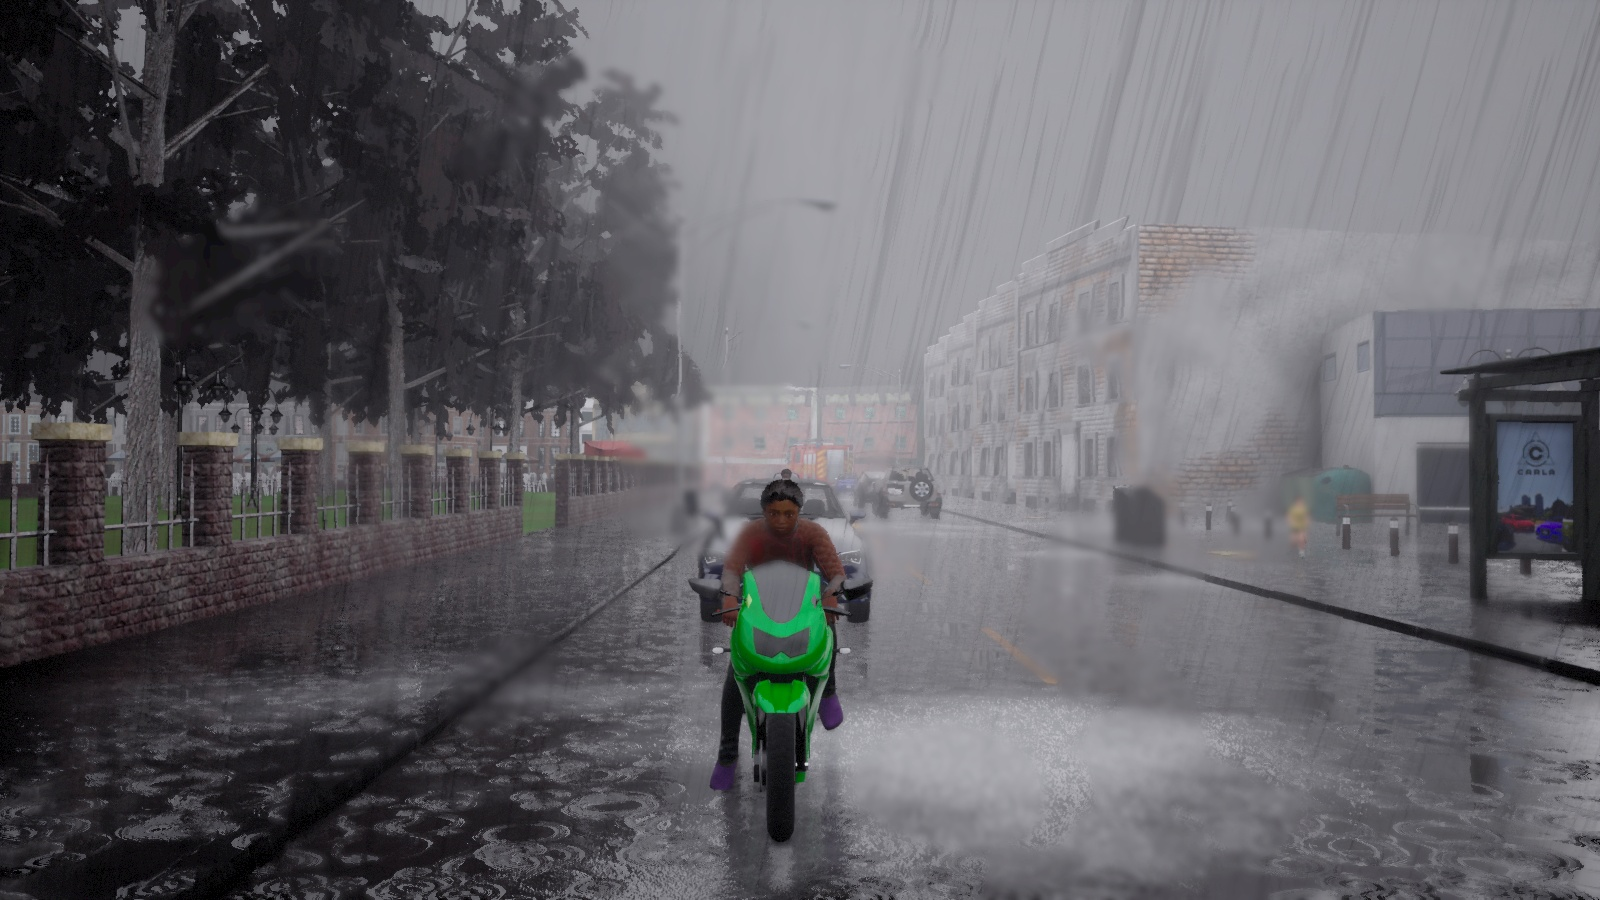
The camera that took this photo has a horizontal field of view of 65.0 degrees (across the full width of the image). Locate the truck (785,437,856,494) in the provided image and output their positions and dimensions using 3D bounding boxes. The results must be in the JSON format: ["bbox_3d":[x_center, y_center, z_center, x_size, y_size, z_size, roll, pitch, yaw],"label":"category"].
[{"bbox_3d":[1.351,1.139,89.503,2.891,3.827,8.468,0,-1,-14],"label":"truck"}]

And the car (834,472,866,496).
[{"bbox_3d":[3.144,2.156,80.022,1.816,1.474,4.193,0,-1,-1],"label":"car"}]

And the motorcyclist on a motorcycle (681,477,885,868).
[{"bbox_3d":[-0.078,0.897,5.979,0.797,1.523,2.044,0,-1,-1],"label":"motorcyclist on a motorcycle"}]

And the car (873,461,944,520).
[{"bbox_3d":[3.564,1.323,42.149,1.932,1.855,4.605,0,-1,-1],"label":"car"}]

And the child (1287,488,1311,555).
[{"bbox_3d":[8.482,1.210,21.352,0.255,1.110,0.394,0,-1,4],"label":"child"}]

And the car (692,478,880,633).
[{"bbox_3d":[-0.158,1.068,14.272,1.816,1.474,4.193,0,-1,-1],"label":"car"}]

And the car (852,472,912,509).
[{"bbox_3d":[3.439,1.697,53.530,2.163,1.488,4.792,0,-1,-1],"label":"car"}]
